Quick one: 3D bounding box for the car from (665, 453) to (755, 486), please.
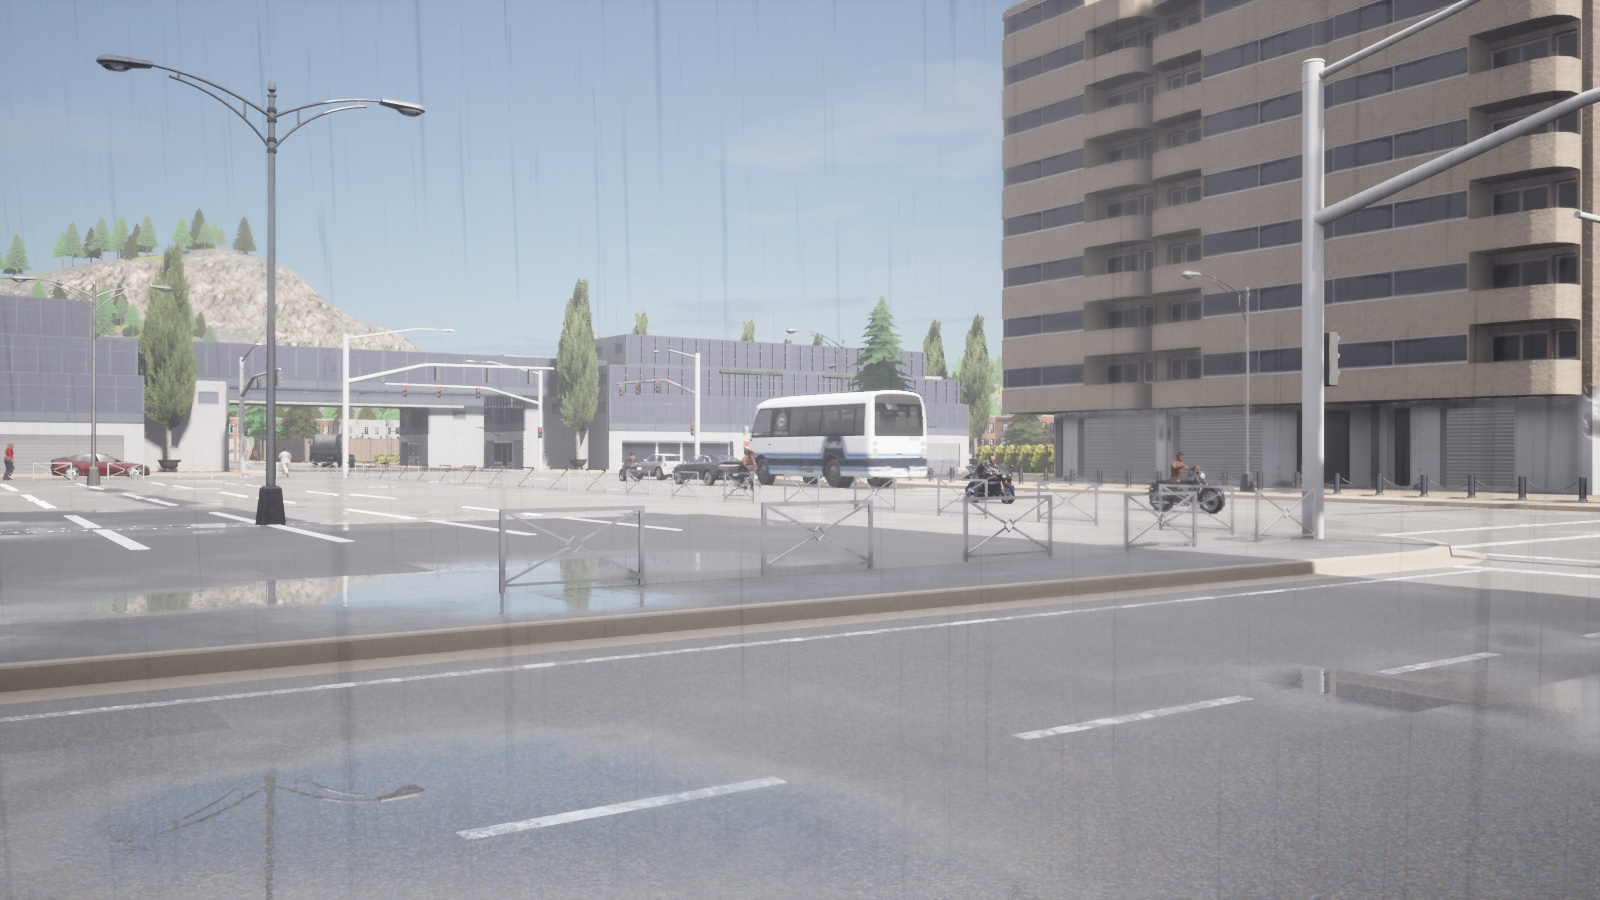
[{"bbox_3d":[-4.359,0.913,60.248,2.128,1.511,4.902,0,0,-35],"label":"car"}]

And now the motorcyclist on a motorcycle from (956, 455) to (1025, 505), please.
[{"bbox_3d":[5.929,0.919,39.196,0.866,1.530,2.191,0,0,-35],"label":"motorcyclist on a motorcycle"}]

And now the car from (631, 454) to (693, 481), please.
[{"bbox_3d":[-7.896,0.957,71.525,1.970,1.475,3.806,0,0,-34],"label":"car"}]

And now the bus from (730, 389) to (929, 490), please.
[{"bbox_3d":[1.132,-0.436,58.459,3.944,4.253,10.273,0,0,-35],"label":"bus"}]

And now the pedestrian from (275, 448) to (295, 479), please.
[{"bbox_3d":[-31.100,0.830,75.805,0.874,1.855,0.900,0,0,-41],"label":"pedestrian"}]

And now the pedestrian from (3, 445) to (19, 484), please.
[{"bbox_3d":[-37.459,0.684,59.587,0.636,1.846,0.331,0,0,-34],"label":"pedestrian"}]

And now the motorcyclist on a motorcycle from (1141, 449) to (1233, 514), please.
[{"bbox_3d":[10.169,0.810,33.058,0.766,1.649,2.350,0,0,-35],"label":"motorcyclist on a motorcycle"}]

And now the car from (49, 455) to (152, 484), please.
[{"bbox_3d":[-38.436,1.050,69.001,4.792,1.488,2.163,0,0,-33],"label":"car"}]

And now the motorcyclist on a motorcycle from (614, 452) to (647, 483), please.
[{"bbox_3d":[-9.068,0.934,67.065,0.766,1.649,2.350,0,0,-35],"label":"motorcyclist on a motorcycle"}]
